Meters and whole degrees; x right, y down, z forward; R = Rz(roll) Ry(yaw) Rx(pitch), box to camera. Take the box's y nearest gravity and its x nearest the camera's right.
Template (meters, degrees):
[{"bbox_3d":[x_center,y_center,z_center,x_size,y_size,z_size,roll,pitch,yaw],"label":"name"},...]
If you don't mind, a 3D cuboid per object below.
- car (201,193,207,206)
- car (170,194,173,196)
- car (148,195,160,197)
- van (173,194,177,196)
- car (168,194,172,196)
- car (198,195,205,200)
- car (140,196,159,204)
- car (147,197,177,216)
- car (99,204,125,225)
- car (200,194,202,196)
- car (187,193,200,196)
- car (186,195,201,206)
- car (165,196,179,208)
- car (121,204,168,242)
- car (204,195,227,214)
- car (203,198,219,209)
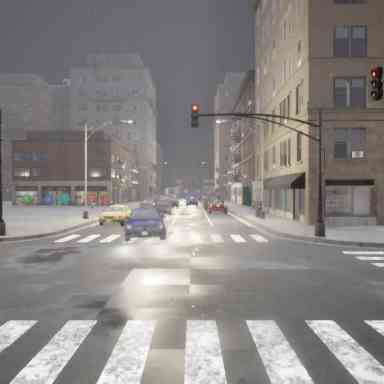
[{"bbox_3d":[2.627,1.317,41.058,2.192,1.841,5.009,0,0,0],"label":"car"},{"bbox_3d":[-5.406,1.530,69.196,1.752,1.417,4.829,0,0,0],"label":"car"},{"bbox_3d":[-5.400,1.317,46.718,2.192,1.841,5.009,0,0,0],"label":"car"},{"bbox_3d":[-5.410,1.349,86.351,1.690,1.788,3.998,0,0,0],"label":"van"},{"bbox_3d":[-5.404,1.586,63.704,1.802,1.307,4.206,0,0,0],"label":"car"},{"bbox_3d":[2.613,1.575,92.015,1.947,1.339,4.313,0,0,0],"label":"car"},{"bbox_3d":[-5.398,1.553,41.056,2.008,1.369,4.403,0,0,0],"label":"car"},{"bbox_3d":[-2.850,1.549,32.898,2.033,1.411,5.357,0,0,0],"label":"car"},{"bbox_3d":[-5.394,1.526,23.900,1.752,1.417,4.829,0,0,0],"label":"car"},{"bbox_3d":[2.619,1.555,69.367,2.008,1.369,4.403,0,0,0],"label":"car"},{"bbox_3d":[-0.017,1.225,64.189,2.150,2.045,5.566,0,0,0],"label":"car"},{"bbox_3d":[-0.014,1.604,53.887,1.895,1.301,4.718,0,0,0],"label":"car"},{"bbox_3d":[-2.832,1.603,47.328,1.895,1.301,4.718,0,0,0],"label":"car"},{"bbox_3d":[-2.365,1.525,16.658,1.812,1.442,4.674,0,0,-8],"label":"car"},{"bbox_3d":[2.628,1.441,35.396,1.967,1.590,4.097,0,0,0],"label":"car"},{"bbox_3d":[2.625,1.568,46.720,1.947,1.339,4.313,0,0,0],"label":"car"}]
